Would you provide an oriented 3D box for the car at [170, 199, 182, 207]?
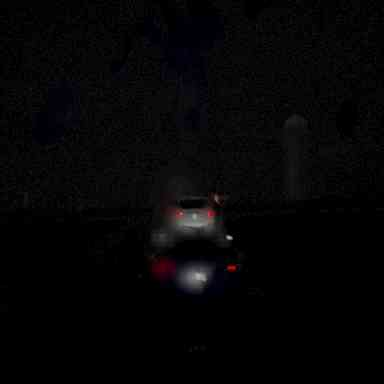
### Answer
[{"bbox_3d":[-2.790,1.940,58.564,1.994,1.385,4.181,0,-1,0],"label":"car"}]

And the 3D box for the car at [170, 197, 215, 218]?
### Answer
[{"bbox_3d":[0.085,1.268,18.881,2.150,2.045,5.566,0,0,-1],"label":"car"}]

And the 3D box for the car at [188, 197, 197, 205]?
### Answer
[{"bbox_3d":[0.033,2.102,79.480,2.097,1.767,4.553,0,-1,0],"label":"car"}]

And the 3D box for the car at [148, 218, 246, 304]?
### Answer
[{"bbox_3d":[0.103,1.577,8.238,1.994,1.385,4.181,0,0,0],"label":"car"}]

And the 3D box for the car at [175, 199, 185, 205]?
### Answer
[{"bbox_3d":[-2.719,2.191,74.255,2.033,1.411,5.357,0,-1,0],"label":"car"}]
